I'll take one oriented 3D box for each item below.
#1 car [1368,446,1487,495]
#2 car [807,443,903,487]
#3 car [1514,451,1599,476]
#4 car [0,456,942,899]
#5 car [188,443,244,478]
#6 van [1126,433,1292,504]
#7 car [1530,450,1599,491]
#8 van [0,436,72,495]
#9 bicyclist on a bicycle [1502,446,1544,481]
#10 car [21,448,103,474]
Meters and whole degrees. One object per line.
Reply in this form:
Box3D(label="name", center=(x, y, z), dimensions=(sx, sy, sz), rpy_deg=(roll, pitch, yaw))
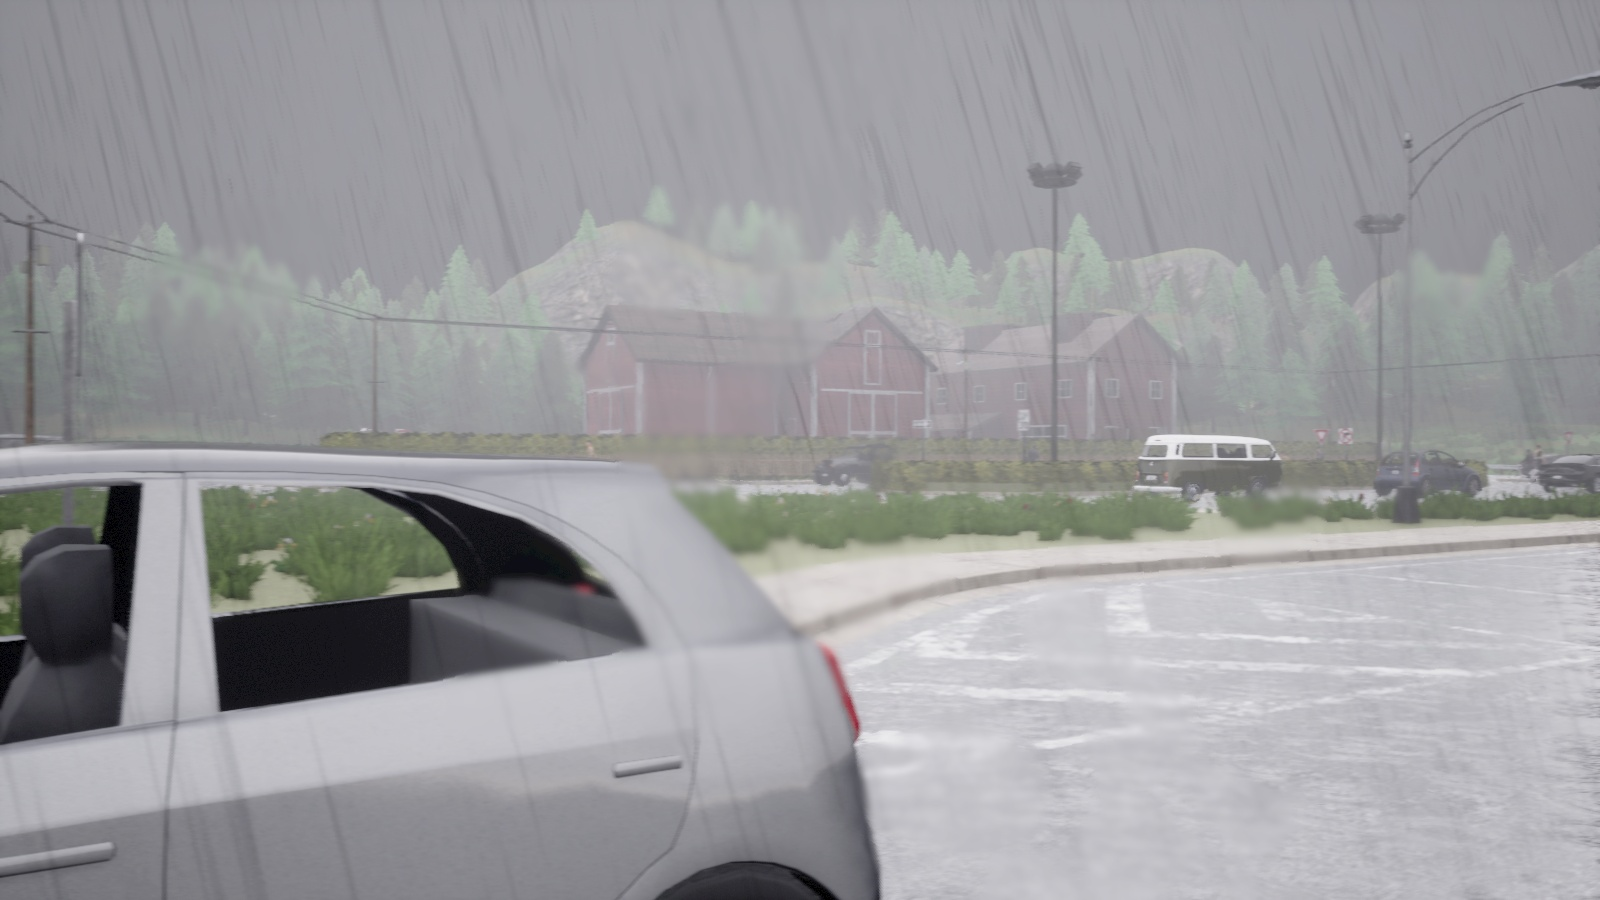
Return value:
Box3D(label="car", center=(21.721, 0.688, 43.447), dimensions=(3.988, 1.617, 1.851), rpy_deg=(0, 0, -31))
Box3D(label="car", center=(2.454, 0.643, 56.122), dimensions=(3.866, 1.878, 1.905), rpy_deg=(0, 0, -31))
Box3D(label="car", center=(46.794, 0.809, 77.148), dimensions=(4.792, 1.488, 2.163), rpy_deg=(0, 0, -8))
Box3D(label="car", center=(-1.731, 0.767, 2.467), dimensions=(3.633, 1.501, 1.845), rpy_deg=(0, 0, -32))
Box3D(label="car", center=(-31.722, 0.557, 68.318), dimensions=(1.932, 1.855, 4.605), rpy_deg=(0, 0, -15))
Box3D(label="van", center=(12.342, 0.518, 37.922), dimensions=(4.480, 2.038, 2.069), rpy_deg=(0, 0, -22))
Box3D(label="car", center=(30.799, 0.762, 48.998), dimensions=(5.008, 1.535, 1.882), rpy_deg=(0, 0, -32))
Box3D(label="van", center=(-27.536, 0.535, 44.574), dimensions=(1.775, 1.987, 4.442), rpy_deg=(-1, 0, -14))
Box3D(label="bicyclist on a bicycle", center=(36.475, 0.672, 63.357), dimensions=(0.659, 1.776, 1.843), rpy_deg=(0, 0, -21))
Box3D(label="car", center=(-48.685, 0.692, 82.838), dimensions=(4.611, 1.667, 2.242), rpy_deg=(0, 0, -31))
